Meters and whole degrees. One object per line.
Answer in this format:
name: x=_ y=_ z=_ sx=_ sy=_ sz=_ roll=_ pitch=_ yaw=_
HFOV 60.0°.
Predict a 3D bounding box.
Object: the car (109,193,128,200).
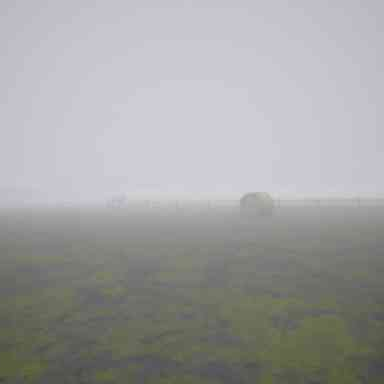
car: x=-16.604 y=1.024 z=74.684 sx=2.097 sy=1.767 sz=4.553 roll=-1 pitch=0 yaw=32
